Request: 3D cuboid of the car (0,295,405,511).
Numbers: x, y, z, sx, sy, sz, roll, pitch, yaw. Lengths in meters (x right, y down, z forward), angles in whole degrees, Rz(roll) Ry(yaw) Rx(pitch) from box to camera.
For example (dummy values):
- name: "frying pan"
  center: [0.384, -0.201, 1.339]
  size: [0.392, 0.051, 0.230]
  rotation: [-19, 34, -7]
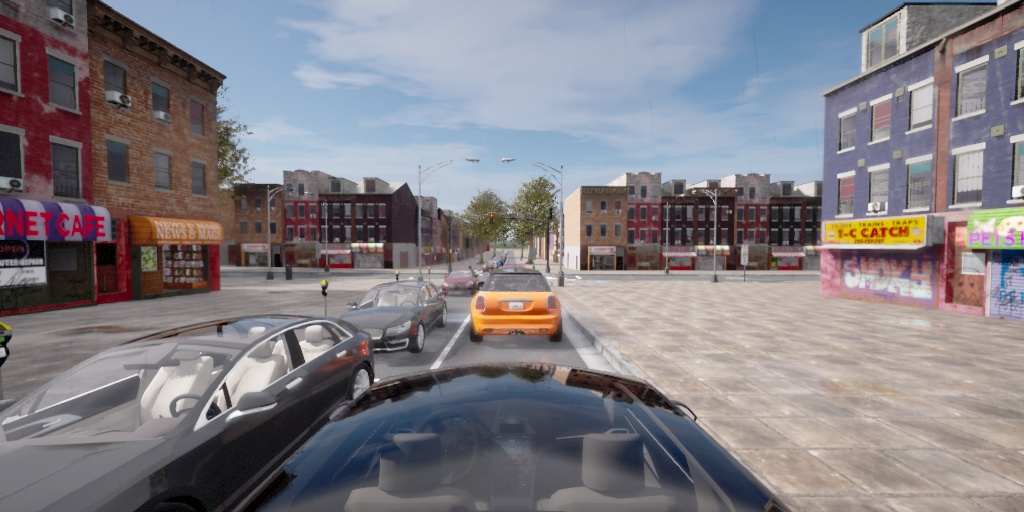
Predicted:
- name: "car"
  center: [-2.643, 1.300, 3.147]
  size: [2.007, 1.370, 4.403]
  rotation: [0, 0, 0]

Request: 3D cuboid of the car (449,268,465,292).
- name: "car"
  center: [-2.673, 1.337, 19.490]
  size: [1.802, 1.307, 4.207]
  rotation: [0, 0, 0]

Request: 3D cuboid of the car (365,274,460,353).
- name: "car"
  center: [-2.653, 1.299, 8.596]
  size: [2.007, 1.370, 4.403]
  rotation: [0, 0, 0]

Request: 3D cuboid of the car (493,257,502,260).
- name: "car"
  center: [-2.723, 1.245, 46.265]
  size: [1.967, 1.591, 4.097]
  rotation: [0, 0, 0]

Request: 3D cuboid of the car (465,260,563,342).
- name: "car"
  center: [0.085, 1.101, 9.905]
  size: [2.097, 1.767, 4.553]
  rotation: [0, 0, 0]
